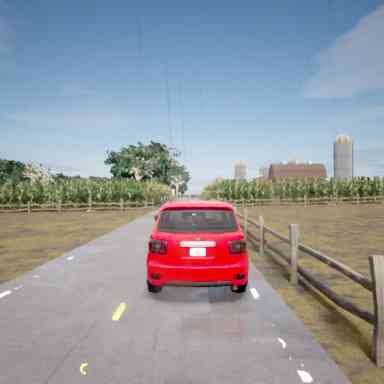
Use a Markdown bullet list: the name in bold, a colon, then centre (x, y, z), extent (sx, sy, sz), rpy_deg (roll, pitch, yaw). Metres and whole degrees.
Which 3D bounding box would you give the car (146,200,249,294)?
- **car**: centre (0.115, 1.221, 8.943), extent (2.150, 2.045, 5.566), rpy_deg (0, 0, 0)

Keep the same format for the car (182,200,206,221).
- **car**: centre (0.156, 1.484, 28.267), extent (1.837, 1.490, 4.892), rpy_deg (0, 0, 0)
